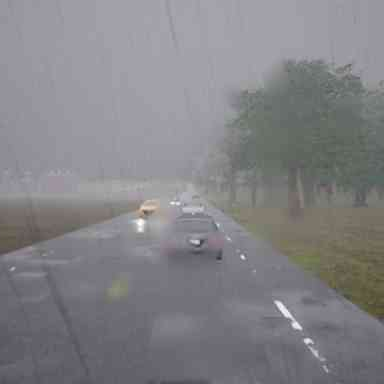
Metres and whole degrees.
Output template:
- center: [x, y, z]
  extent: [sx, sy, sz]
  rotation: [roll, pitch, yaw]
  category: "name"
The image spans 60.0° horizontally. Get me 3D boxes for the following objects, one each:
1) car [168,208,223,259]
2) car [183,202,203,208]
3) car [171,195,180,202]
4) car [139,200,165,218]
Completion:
- center: [0.098, 1.553, 12.511]
  extent: [2.033, 1.411, 5.357]
  rotation: [0, 0, 0]
  category: "car"
- center: [0.103, 1.591, 30.688]
  extent: [1.895, 1.301, 4.718]
  rotation: [0, 0, 0]
  category: "car"
- center: [-3.487, 1.392, 71.396]
  extent: [2.128, 1.511, 4.902]
  rotation: [0, 0, 0]
  category: "car"
- center: [-3.592, 1.468, 30.258]
  extent: [1.882, 1.535, 5.008]
  rotation: [0, 0, 0]
  category: "car"
